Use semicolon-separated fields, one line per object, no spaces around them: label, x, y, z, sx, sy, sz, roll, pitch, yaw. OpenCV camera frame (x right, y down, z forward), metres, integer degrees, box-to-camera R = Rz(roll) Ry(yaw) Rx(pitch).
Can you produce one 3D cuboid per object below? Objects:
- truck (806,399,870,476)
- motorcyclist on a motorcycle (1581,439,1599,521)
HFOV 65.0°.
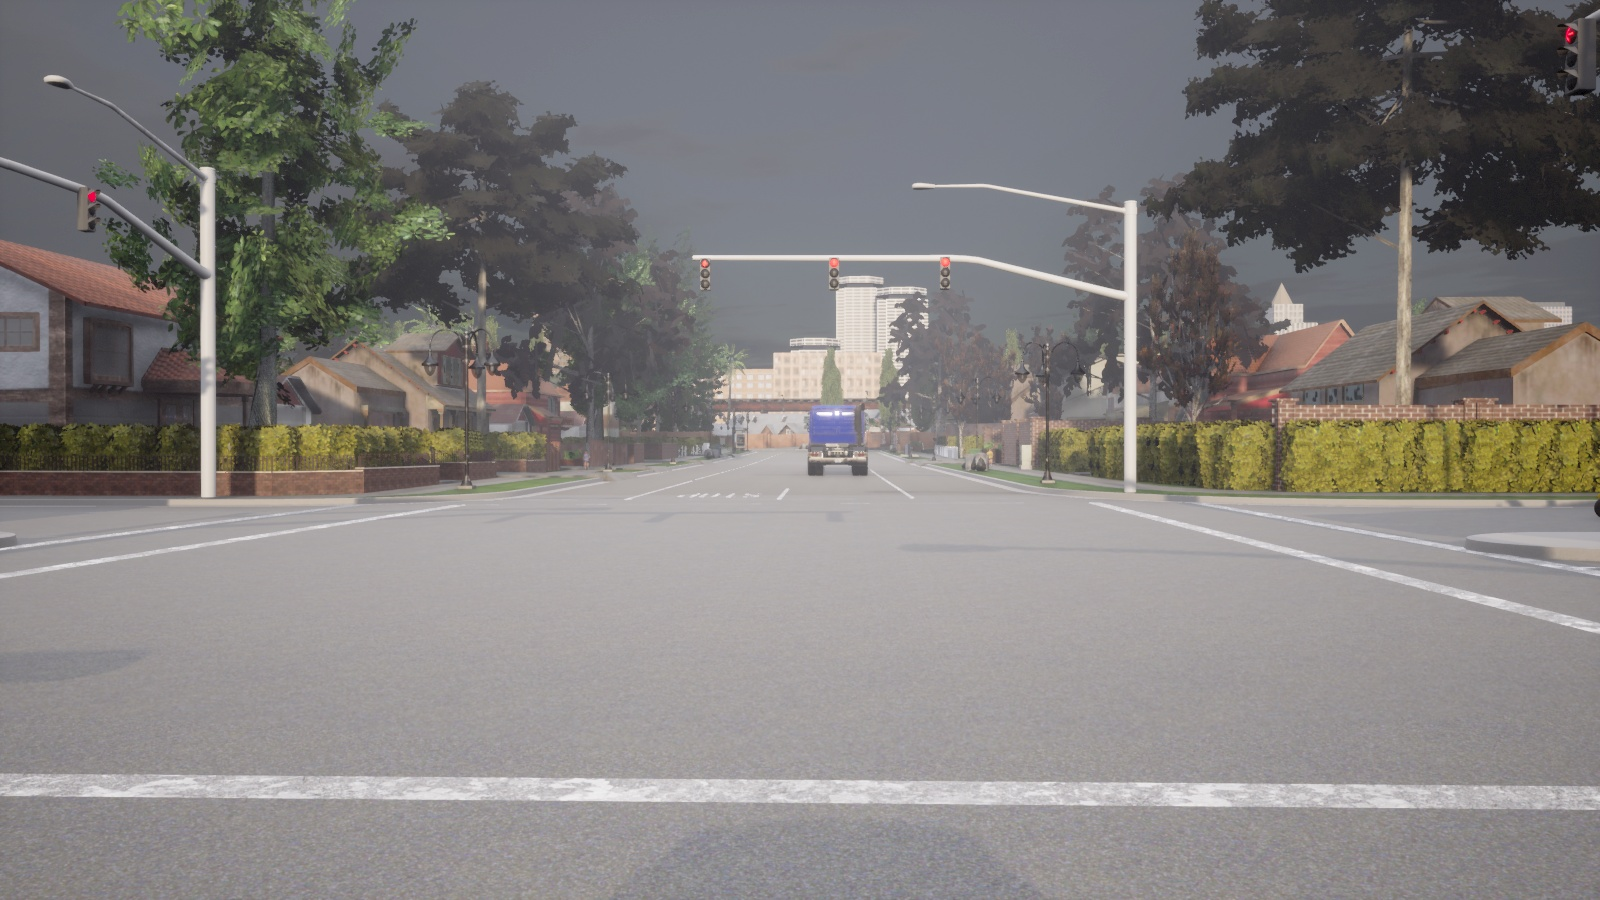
truck;1.798;-0.577;60.704;2.891;3.462;7.936;0;0;1
motorcyclist on a motorcycle;16.364;0.575;24.398;1.817;1.590;0.866;0;0;1
